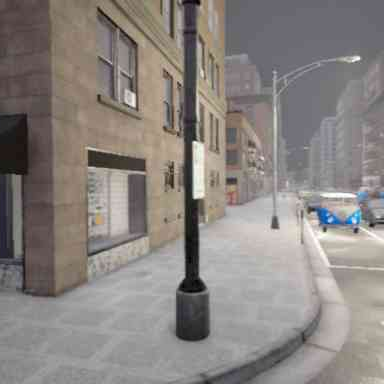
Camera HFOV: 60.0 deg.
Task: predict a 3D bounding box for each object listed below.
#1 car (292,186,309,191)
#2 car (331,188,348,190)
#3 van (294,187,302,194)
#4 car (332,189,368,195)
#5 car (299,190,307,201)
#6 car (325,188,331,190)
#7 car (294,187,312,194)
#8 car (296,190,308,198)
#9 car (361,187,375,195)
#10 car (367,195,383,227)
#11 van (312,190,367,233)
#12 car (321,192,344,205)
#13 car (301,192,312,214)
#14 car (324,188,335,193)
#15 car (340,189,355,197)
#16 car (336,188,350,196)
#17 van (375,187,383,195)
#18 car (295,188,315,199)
[{"bbox_3d":[20.564,-0.067,62.955,2.192,1.841,5.009,0,1,16],"label":"car"},{"bbox_3d":[21.882,0.243,48.093,2.097,1.767,4.553,0,1,16],"label":"car"},{"bbox_3d":[25.073,-0.371,78.531,1.690,1.788,3.998,0,1,16],"label":"van"},{"bbox_3d":[13.324,0.806,28.540,1.882,1.535,5.008,0,1,17],"label":"car"},{"bbox_3d":[11.547,0.824,31.807,1.887,1.381,4.507,0,1,16],"label":"car"},{"bbox_3d":[34.343,-0.317,81.658,1.752,1.417,4.829,0,1,16],"label":"car"},{"bbox_3d":[17.559,0.389,52.575,2.008,1.369,4.403,0,1,16],"label":"car"},{"bbox_3d":[19.063,0.294,57.767,1.947,1.339,4.313,0,1,16],"label":"car"},{"bbox_3d":[22.319,0.358,39.942,2.192,1.841,5.009,0,1,16],"label":"car"},{"bbox_3d":[10.418,1.086,18.630,2.033,1.411,5.357,0,1,14],"label":"car"},{"bbox_3d":[7.036,0.950,16.228,1.690,1.788,3.998,0,1,16],"label":"van"},{"bbox_3d":[16.247,0.714,38.658,1.895,1.301,4.718,0,1,17],"label":"car"},{"bbox_3d":[10.044,0.955,26.616,1.947,1.339,4.313,0,1,16],"label":"car"},{"bbox_3d":[35.793,-0.398,86.689,2.008,1.369,4.403,0,1,16],"label":"car"},{"bbox_3d":[28.355,0.123,60.883,1.752,1.417,4.829,0,1,16],"label":"car"},{"bbox_3d":[29.804,-0.069,65.912,1.967,1.590,4.097,0,1,16],"label":"car"},{"bbox_3d":[20.822,0.494,34.748,1.690,1.788,3.998,0,1,16],"label":"van"},{"bbox_3d":[16.009,0.478,47.220,1.752,1.417,4.829,0,1,16],"label":"car"}]
